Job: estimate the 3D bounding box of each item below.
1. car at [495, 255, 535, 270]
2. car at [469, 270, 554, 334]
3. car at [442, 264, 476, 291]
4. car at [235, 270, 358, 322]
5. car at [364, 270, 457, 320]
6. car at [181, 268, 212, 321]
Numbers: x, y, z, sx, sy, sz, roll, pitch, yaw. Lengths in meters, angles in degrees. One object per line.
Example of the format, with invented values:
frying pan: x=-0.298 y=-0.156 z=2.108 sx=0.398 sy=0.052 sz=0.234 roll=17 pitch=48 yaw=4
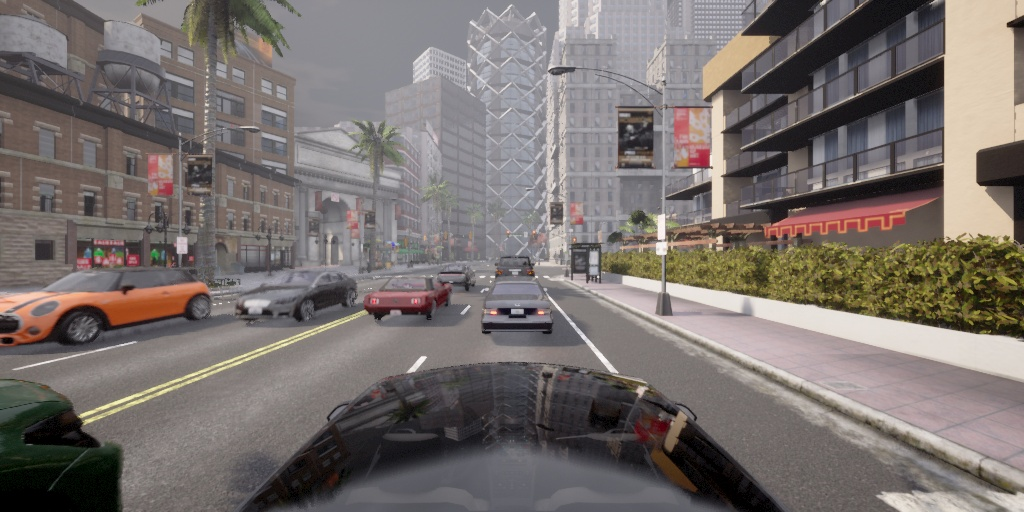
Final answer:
car: x=0.166 y=0.971 z=20.830 sx=2.150 sy=2.045 sz=5.566 roll=0 pitch=0 yaw=0
car: x=0.129 y=1.297 z=10.579 sx=2.033 sy=1.411 sz=5.357 roll=0 pitch=0 yaw=0
car: x=-3.326 y=1.241 z=21.905 sx=2.128 sy=1.511 sz=4.902 roll=0 pitch=0 yaw=0
car: x=-7.057 y=1.241 z=12.326 sx=2.128 sy=1.511 sz=4.902 roll=0 pitch=0 yaw=0
car: x=-3.359 y=1.351 z=12.618 sx=1.895 sy=1.301 sz=4.718 roll=0 pitch=0 yaw=0
car: x=-10.572 y=1.102 z=9.401 sx=2.097 sy=1.767 sz=4.553 roll=0 pitch=0 yaw=0
